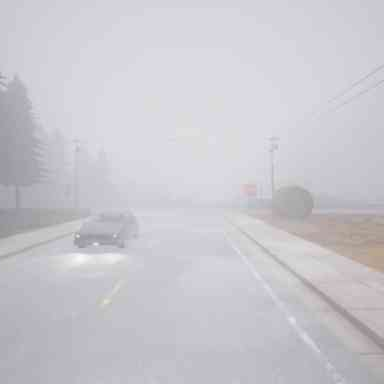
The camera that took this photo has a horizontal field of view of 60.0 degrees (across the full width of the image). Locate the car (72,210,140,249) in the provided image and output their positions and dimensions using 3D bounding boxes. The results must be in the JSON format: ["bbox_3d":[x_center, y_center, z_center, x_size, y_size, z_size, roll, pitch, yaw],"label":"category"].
[{"bbox_3d":[-3.514,1.525,14.804,2.033,1.411,5.357,0,0,0],"label":"car"}]

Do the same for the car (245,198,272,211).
[{"bbox_3d":[8.344,1.412,36.858,4.892,1.490,1.837,0,-2,-3],"label":"car"}]
